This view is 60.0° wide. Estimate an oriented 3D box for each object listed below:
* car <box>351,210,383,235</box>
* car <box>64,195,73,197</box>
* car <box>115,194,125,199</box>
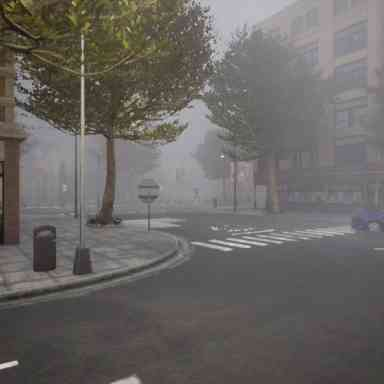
[{"bbox_3d":[11.354,1.477,17.987,5.008,1.535,1.882,0,1,12],"label":"car"},{"bbox_3d":[-26.571,1.413,73.758,4.786,1.482,2.161,0,0,-36],"label":"car"},{"bbox_3d":[-19.038,1.319,84.199,4.674,1.452,2.002,0,0,-36],"label":"car"}]
